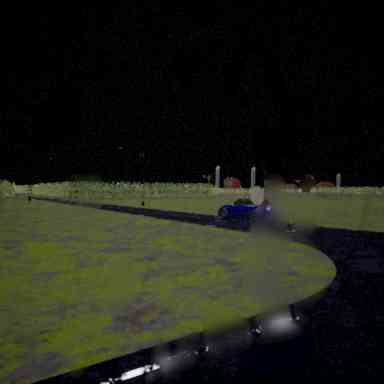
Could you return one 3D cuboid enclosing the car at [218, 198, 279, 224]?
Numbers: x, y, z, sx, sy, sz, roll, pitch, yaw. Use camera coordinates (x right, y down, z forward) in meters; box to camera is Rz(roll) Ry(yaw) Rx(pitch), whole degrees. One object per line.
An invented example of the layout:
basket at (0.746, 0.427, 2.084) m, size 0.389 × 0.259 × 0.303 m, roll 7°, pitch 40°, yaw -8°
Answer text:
car at (3.885, 1.191, 23.571) m, size 2.097 × 1.767 × 4.553 m, roll 1°, pitch 0°, yaw -34°
